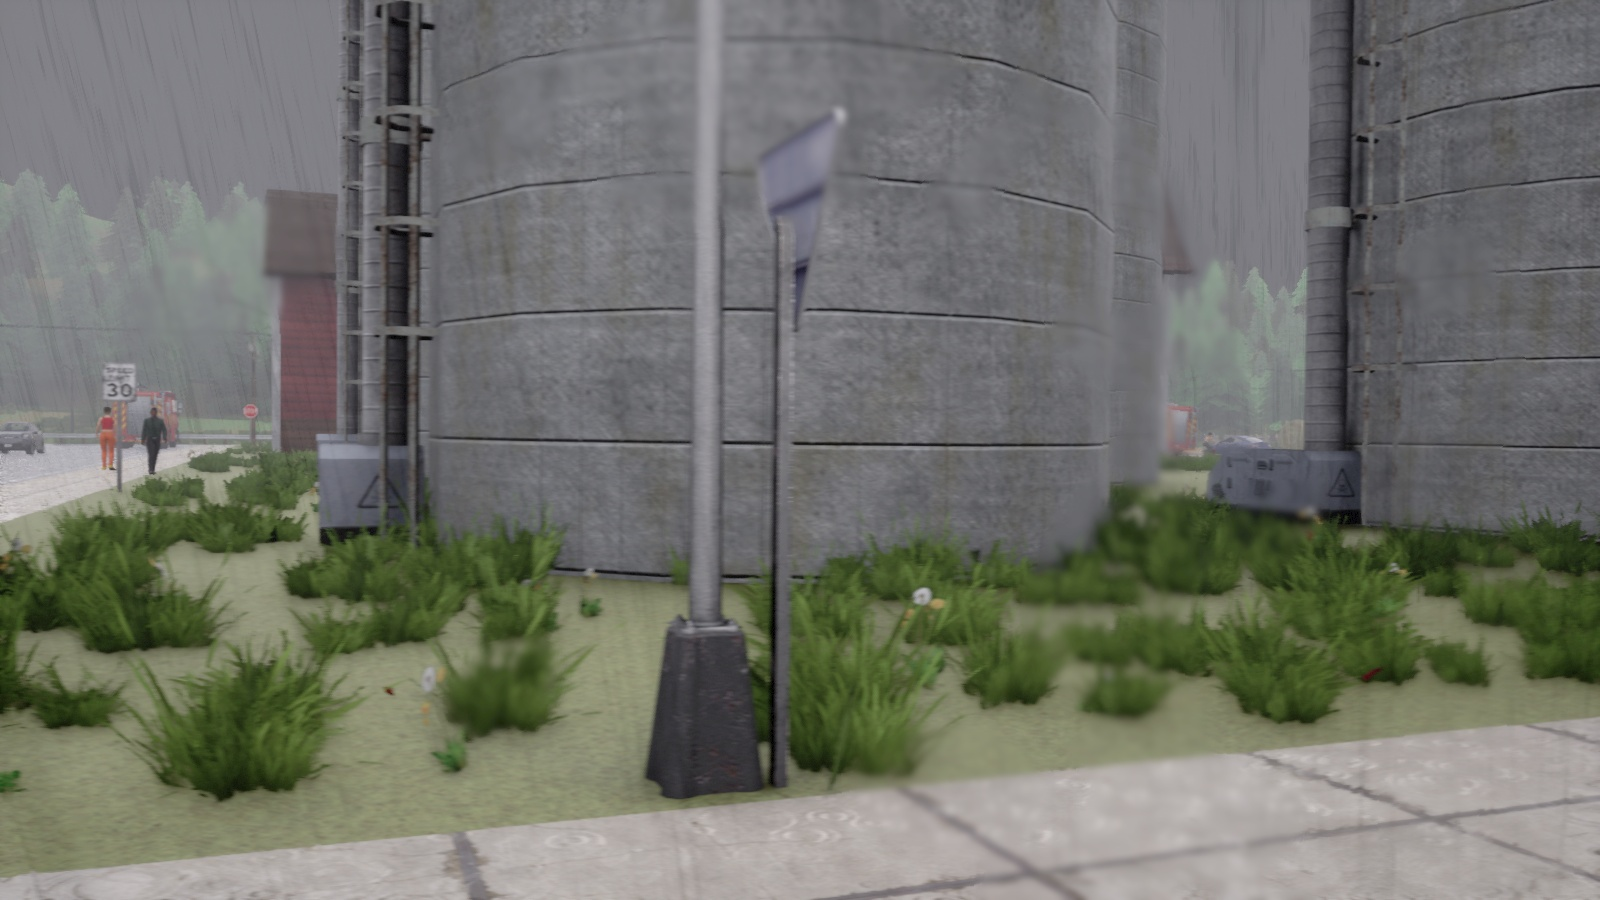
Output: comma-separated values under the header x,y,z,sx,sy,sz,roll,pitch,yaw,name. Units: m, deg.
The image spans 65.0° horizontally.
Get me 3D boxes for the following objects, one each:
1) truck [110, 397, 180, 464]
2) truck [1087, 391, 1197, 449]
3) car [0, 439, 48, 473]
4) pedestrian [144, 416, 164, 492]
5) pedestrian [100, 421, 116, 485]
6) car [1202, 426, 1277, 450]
x,y,z,sx,sy,sz,roll,pitch,yaw,name
-39.660,-1.184,76.279,2.891,3.827,8.468,-1,1,-22,truck
23.637,-2.061,87.309,2.891,3.827,8.468,-1,1,-22,truck
-36.148,0.255,58.038,1.845,1.501,3.633,-1,1,-22,car
-16.953,0.098,32.964,0.423,1.949,0.788,-1,1,-27,pedestrian
-19.917,0.079,36.159,0.345,1.836,0.594,-1,1,-26,pedestrian
27.305,-0.756,78.158,1.812,1.442,4.674,-1,1,-21,car
